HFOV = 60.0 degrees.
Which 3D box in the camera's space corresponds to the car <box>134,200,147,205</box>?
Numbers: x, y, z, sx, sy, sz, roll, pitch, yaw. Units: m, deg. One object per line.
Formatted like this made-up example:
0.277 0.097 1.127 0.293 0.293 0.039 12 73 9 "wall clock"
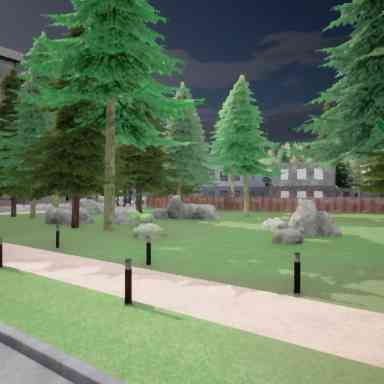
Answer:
-8.411 1.574 60.609 1.812 1.442 4.674 0 0 37 "car"
